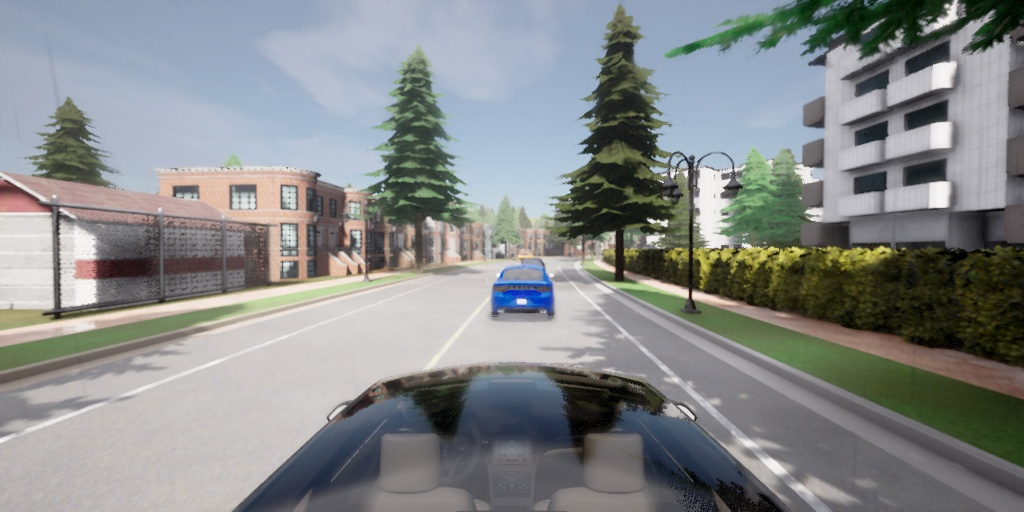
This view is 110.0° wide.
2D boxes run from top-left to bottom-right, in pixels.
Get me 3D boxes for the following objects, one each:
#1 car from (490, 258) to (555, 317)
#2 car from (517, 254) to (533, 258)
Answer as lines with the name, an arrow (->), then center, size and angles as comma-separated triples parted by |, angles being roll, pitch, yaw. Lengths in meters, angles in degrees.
car -> 0.425, 1.027, 12.198 | 1.882, 1.535, 5.008 | 0, 1, 4
car -> 1.540, 0.823, 26.494 | 2.033, 1.411, 5.357 | 0, 1, 7
